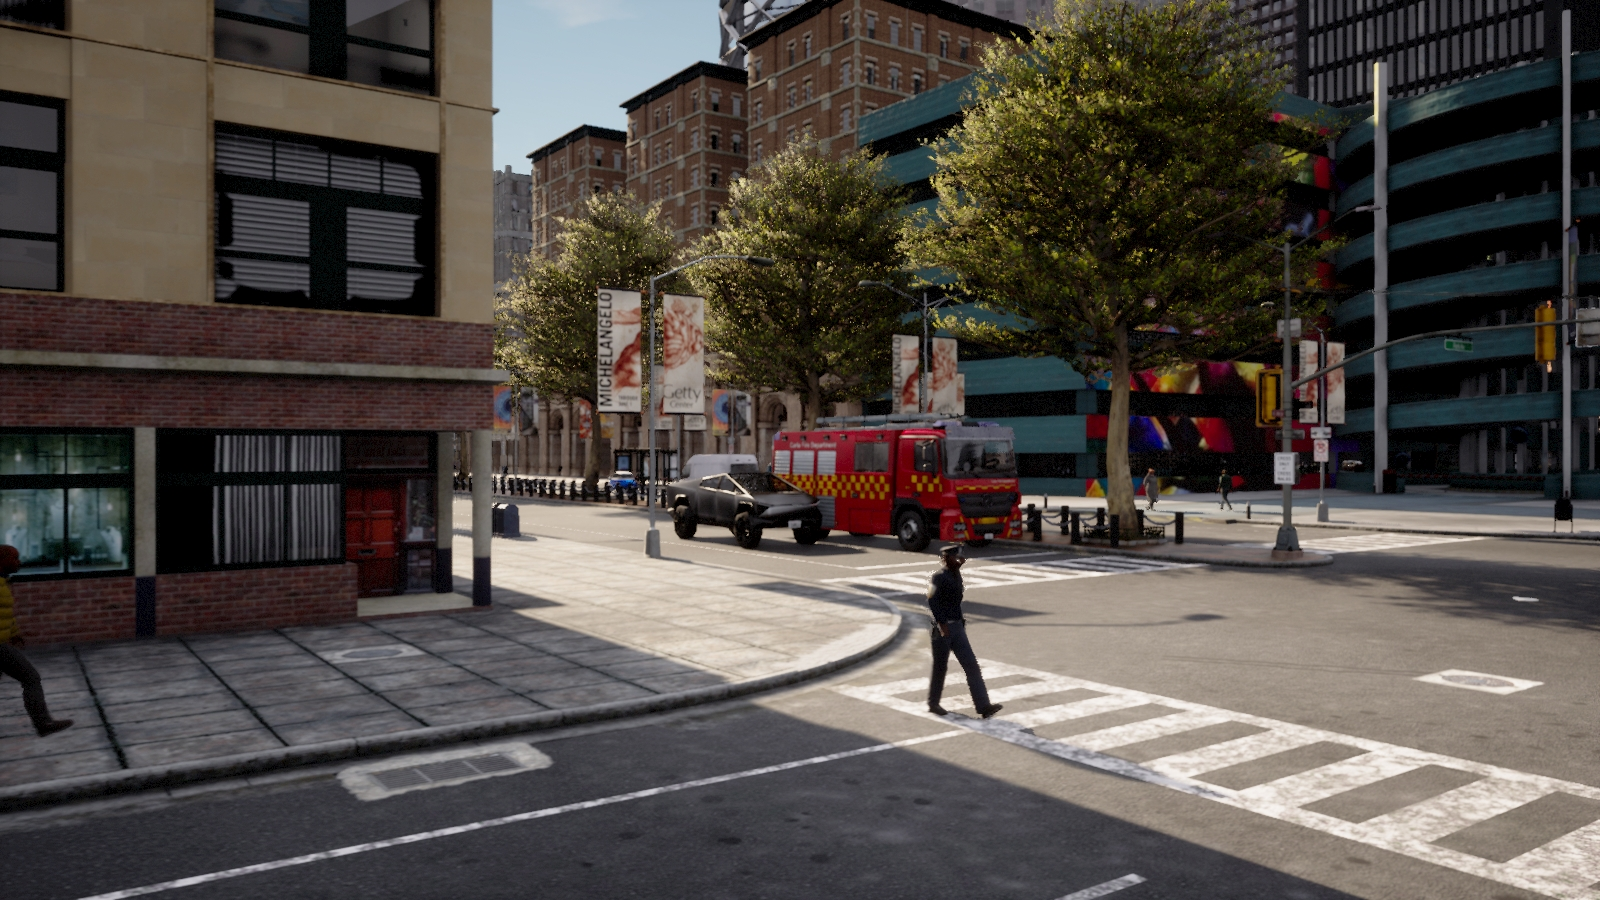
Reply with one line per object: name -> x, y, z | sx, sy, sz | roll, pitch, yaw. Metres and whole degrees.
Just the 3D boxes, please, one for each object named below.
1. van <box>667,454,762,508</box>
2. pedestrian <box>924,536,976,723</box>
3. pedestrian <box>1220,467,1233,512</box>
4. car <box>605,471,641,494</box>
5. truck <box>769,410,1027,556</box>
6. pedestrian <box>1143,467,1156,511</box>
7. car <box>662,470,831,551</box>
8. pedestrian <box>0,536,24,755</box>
van -> -4.422, 1.495, 57.999 | 1.988, 2.561, 5.915 | 0, 0, -36
pedestrian -> 1.553, 1.837, 11.852 | 0.375, 1.860, 0.375 | 0, 0, -40
pedestrian -> 17.843, 1.642, 47.834 | 0.375, 1.860, 0.375 | 0, 0, -12
car -> -11.470, 2.077, 73.987 | 1.481, 1.376, 2.207 | 0, 0, -35
truck -> 2.622, 0.862, 34.069 | 2.891, 3.827, 8.468 | 0, 0, -35
pedestrian -> 14.731, 1.647, 48.134 | 0.375, 1.860, 0.375 | 0, 0, -21
car -> -1.763, 1.729, 34.641 | 2.390, 2.098, 6.274 | 0, 0, -31
pedestrian -> -7.009, 1.695, 9.956 | 0.375, 1.860, 0.375 | 0, 0, -28
